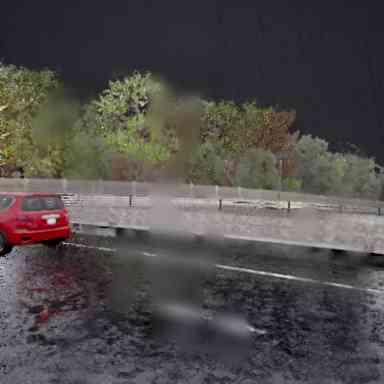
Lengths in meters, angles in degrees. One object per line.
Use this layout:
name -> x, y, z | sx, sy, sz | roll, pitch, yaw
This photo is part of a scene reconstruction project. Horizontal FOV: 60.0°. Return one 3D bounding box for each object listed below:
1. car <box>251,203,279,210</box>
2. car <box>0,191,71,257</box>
car -> 10.455, 1.811, 47.825 | 4.181, 1.385, 1.994 | 4, -1, -29
car -> -6.882, 0.971, 11.984 | 5.566, 2.045, 2.150 | 2, 1, 28
